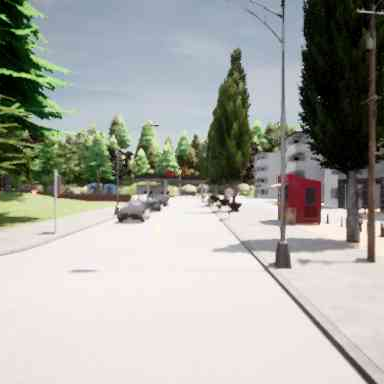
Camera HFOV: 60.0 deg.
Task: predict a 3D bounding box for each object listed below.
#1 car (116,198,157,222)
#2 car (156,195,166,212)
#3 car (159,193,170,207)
[{"bbox_3d":[-4.095,1.362,24.419,2.033,1.411,5.357,0,0,0],"label":"car"},{"bbox_3d":[-4.080,1.303,34.357,1.994,1.385,4.181,0,0,0],"label":"car"},{"bbox_3d":[-4.033,1.168,44.348,1.837,1.490,4.892,0,0,1],"label":"car"}]
